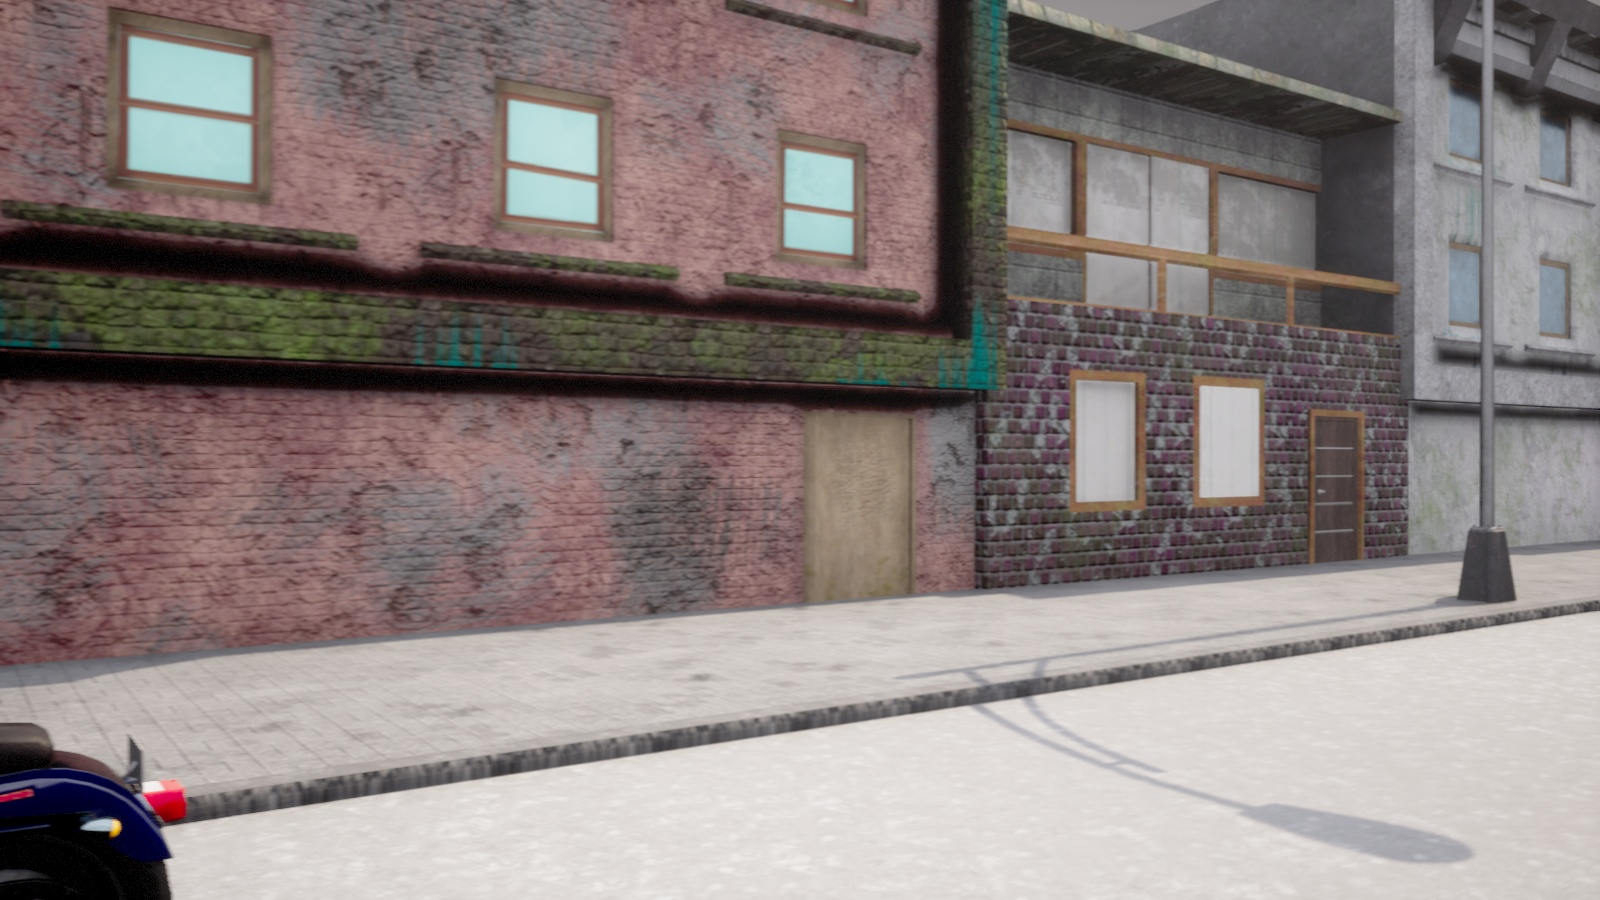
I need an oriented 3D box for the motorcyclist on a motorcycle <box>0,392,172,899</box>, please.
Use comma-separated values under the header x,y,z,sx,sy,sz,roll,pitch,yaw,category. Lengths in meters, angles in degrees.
x,y,z,sx,sy,sz,roll,pitch,yaw,category
-2.593,0.705,2.462,2.350,1.649,0.766,0,0,-35,motorcyclist on a motorcycle
